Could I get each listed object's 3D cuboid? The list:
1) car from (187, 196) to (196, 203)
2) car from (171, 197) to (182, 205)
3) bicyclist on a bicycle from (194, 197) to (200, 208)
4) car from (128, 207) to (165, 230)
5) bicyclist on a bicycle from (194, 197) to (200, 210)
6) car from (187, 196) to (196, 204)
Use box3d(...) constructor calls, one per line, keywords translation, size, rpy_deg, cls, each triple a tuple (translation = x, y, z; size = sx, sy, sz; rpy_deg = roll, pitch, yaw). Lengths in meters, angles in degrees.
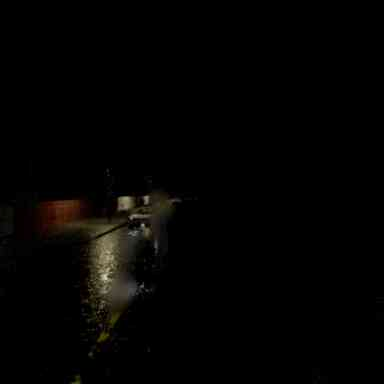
box3d(translation=(-0.033, 1.722, 78.836), size=(2.128, 1.511, 4.902), rpy_deg=(0, 0, 0), cls="car")
box3d(translation=(-2.807, 1.701, 62.128), size=(1.812, 1.442, 4.674), rpy_deg=(0, 0, 1), cls="car")
box3d(translation=(0.734, 1.572, 51.352), size=(0.866, 1.612, 1.509), rpy_deg=(0, 0, 0), cls="bicyclist on a bicycle")
box3d(translation=(-2.860, 1.649, 21.644), size=(1.895, 1.301, 4.718), rpy_deg=(0, 0, 0), cls="car")
box3d(translation=(0.738, 1.556, 41.836), size=(0.582, 1.620, 1.656), rpy_deg=(0, 0, 0), cls="bicyclist on a bicycle")
box3d(translation=(-0.027, 1.726, 68.634), size=(1.812, 1.442, 4.674), rpy_deg=(0, -1, 0), cls="car")
